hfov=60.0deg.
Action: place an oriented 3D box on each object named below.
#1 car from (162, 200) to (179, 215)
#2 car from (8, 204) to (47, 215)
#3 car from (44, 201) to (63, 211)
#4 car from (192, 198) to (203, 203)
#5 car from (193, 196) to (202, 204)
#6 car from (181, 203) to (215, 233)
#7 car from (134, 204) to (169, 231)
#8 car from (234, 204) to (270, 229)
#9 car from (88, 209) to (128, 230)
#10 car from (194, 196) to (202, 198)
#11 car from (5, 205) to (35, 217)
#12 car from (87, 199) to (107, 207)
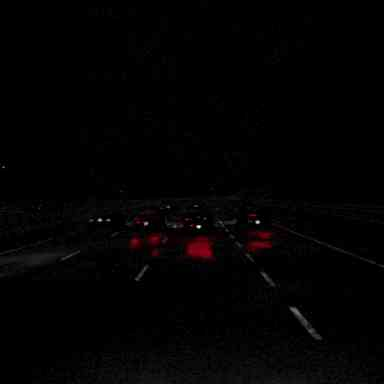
[{"bbox_3d":[-2.698,1.814,40.280,2.097,1.767,4.553,-2,0,1],"label":"car"},{"bbox_3d":[-20.367,2.641,40.834,2.128,1.511,4.902,-2,0,1],"label":"car"},{"bbox_3d":[-23.577,2.575,55.750,2.150,2.045,5.566,-2,0,1],"label":"car"},{"bbox_3d":[0.724,1.843,41.413,1.837,1.490,4.892,-2,0,1],"label":"car"},{"bbox_3d":[1.472,2.049,88.688,2.150,2.045,5.566,-2,-1,1],"label":"car"},{"bbox_3d":[0.402,1.711,21.193,1.837,1.490,4.892,-2,-1,1],"label":"car"},{"bbox_3d":[-2.956,1.884,23.940,1.812,1.442,4.674,-2,0,1],"label":"car"},{"bbox_3d":[4.024,1.584,22.658,1.837,1.490,4.892,-2,0,1],"label":"car"},{"bbox_3d":[-6.418,2.056,25.828,2.033,1.411,5.357,-2,0,1],"label":"car"},{"bbox_3d":[1.130,2.020,66.868,1.812,1.442,4.674,-2,-1,1],"label":"car"},{"bbox_3d":[-27.131,2.964,52.660,2.128,1.511,4.902,-2,0,1],"label":"car"},{"bbox_3d":[-16.545,2.318,58.086,2.150,2.045,5.566,-2,0,2],"label":"car"}]
